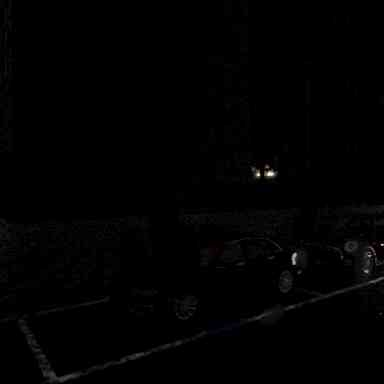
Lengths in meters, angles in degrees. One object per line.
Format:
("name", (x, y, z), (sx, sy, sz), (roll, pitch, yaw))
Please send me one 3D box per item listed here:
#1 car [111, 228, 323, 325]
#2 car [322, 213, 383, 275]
("car", (0.512, 1.548, 7.014), (4.403, 1.369, 2.008), (0, 0, -35))
("car", (5.134, 1.434, 10.310), (4.097, 1.590, 1.967), (0, 0, -35))
